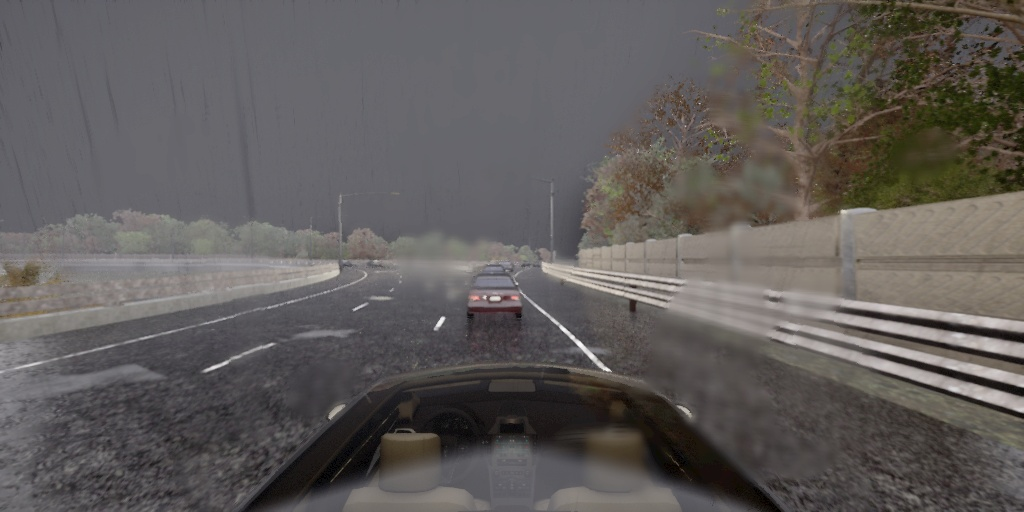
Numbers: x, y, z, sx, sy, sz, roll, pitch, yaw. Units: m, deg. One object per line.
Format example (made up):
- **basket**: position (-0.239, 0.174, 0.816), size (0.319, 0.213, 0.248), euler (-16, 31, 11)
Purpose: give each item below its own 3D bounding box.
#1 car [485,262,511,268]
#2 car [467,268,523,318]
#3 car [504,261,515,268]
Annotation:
- **car**: position (-1.310, 1.363, 26.799), size (2.033, 1.411, 5.357), euler (0, 0, -1)
- **car**: position (-0.678, 1.327, 13.222), size (2.033, 1.411, 5.357), euler (0, 0, -4)
- **car**: position (-0.625, 1.415, 47.695), size (2.033, 1.411, 5.357), euler (0, 0, 6)
